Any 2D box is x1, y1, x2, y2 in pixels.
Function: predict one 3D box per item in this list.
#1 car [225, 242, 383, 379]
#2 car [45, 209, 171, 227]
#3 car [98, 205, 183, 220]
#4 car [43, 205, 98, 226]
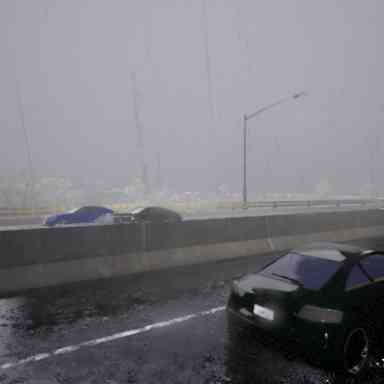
[{"bbox_3d":[2.587,1.568,5.568,4.181,1.385,1.994,0,0,-35],"label":"car"},{"bbox_3d":[-3.519,1.603,14.358,4.718,1.301,1.895,0,0,-35],"label":"car"},{"bbox_3d":[-2.711,1.531,19.227,4.674,1.442,1.812,0,0,-35],"label":"car"},{"bbox_3d":[-6.708,1.528,20.688,4.674,1.442,1.812,0,0,-35],"label":"car"}]
